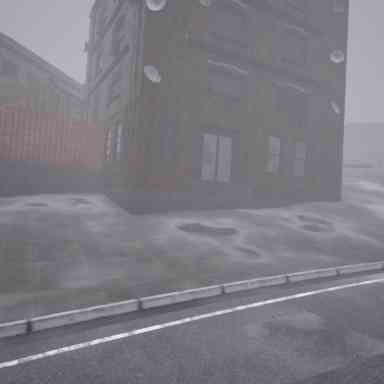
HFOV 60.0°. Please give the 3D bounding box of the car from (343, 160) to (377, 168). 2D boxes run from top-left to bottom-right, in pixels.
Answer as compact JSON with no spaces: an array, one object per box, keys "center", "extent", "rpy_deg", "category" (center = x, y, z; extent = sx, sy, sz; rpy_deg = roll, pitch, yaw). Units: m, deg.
[{"center":[20.982,-3.285,42.395],"extent":[4.553,1.767,2.185],"rpy_deg":[2,-3,14],"category":"car"}]
